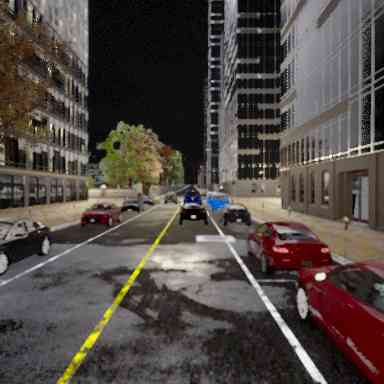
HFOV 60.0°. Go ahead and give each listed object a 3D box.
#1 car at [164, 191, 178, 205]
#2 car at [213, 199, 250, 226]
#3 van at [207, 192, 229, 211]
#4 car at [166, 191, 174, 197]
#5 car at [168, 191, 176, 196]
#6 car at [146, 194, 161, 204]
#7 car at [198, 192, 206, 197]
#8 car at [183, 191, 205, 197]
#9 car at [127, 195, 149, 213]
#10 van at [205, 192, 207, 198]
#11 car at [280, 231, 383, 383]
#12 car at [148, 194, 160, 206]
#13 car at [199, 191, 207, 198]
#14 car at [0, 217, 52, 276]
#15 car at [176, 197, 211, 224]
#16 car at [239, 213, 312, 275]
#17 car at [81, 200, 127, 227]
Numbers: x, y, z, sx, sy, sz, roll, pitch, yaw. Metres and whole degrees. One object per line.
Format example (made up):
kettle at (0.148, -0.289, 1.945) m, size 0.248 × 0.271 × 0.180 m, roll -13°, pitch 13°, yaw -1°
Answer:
car at (-3.011, 1.022, 48.298) m, size 1.837 × 1.490 × 4.892 m, roll 0°, pitch 0°, yaw 0°
car at (2.689, 1.373, 21.289) m, size 2.008 × 1.369 × 4.403 m, roll 0°, pitch 1°, yaw 0°
van at (2.691, 1.044, 32.692) m, size 1.690 × 1.788 × 3.998 m, roll 0°, pitch 1°, yaw 0°
car at (-5.694, 0.565, 87.889) m, size 1.887 × 1.381 × 4.507 m, roll 0°, pitch 1°, yaw 0°
car at (-5.695, 0.500, 93.572) m, size 2.008 × 1.369 × 4.403 m, roll 0°, pitch 1°, yaw 0°
car at (-5.821, 1.000, 51.321) m, size 1.752 × 1.417 × 4.829 m, roll 0°, pitch 1°, yaw 0°
car at (2.686, 0.586, 87.893) m, size 1.947 × 1.339 × 4.313 m, roll 0°, pitch 1°, yaw 0°
car at (0.095, 0.840, 39.805) m, size 2.150 × 2.045 × 5.566 m, roll 0°, pitch 1°, yaw 0°
car at (-5.692, 1.269, 32.693) m, size 1.947 × 1.339 × 4.313 m, roll 0°, pitch 1°, yaw 0°
van at (2.772, 0.905, 44.088) m, size 1.690 × 1.788 × 3.998 m, roll 0°, pitch 1°, yaw 0°
car at (2.689, 1.511, 4.191) m, size 1.887 × 1.381 × 4.507 m, roll 0°, pitch 0°, yaw 0°
car at (-5.772, 1.130, 44.088) m, size 1.947 × 1.339 × 4.313 m, roll 0°, pitch 1°, yaw 0°
car at (2.687, 0.531, 82.211) m, size 1.967 × 1.590 × 4.097 m, roll 0°, pitch 1°, yaw 0°
car at (-5.692, 1.472, 9.889) m, size 2.008 × 1.369 × 4.403 m, roll 0°, pitch 0°, yaw 0°
car at (0.092, 1.335, 22.706) m, size 1.812 × 1.442 × 4.674 m, roll 0°, pitch 1°, yaw 0°
car at (2.689, 1.503, 9.888) m, size 1.802 × 1.307 × 4.206 m, roll 0°, pitch 0°, yaw 0°
car at (-5.692, 1.368, 21.289) m, size 1.887 × 1.381 × 4.507 m, roll 0°, pitch 0°, yaw 0°
